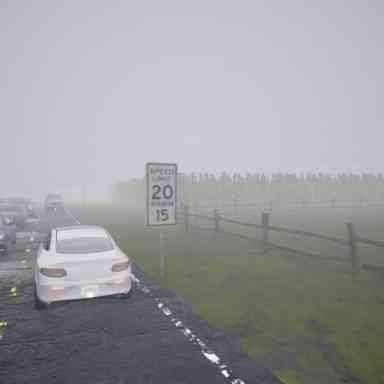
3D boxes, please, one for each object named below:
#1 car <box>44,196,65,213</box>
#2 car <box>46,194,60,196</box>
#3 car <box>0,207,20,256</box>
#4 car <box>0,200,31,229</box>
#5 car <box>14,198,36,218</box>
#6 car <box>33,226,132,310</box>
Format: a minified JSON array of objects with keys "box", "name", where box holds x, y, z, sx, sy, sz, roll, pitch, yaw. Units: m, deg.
[{"box":[-14.990,1.510,36.425,1.837,1.490,4.892,0,0,-23],"name":"car"},{"box":[-19.007,1.227,45.555,2.150,2.045,5.566,0,0,-23],"name":"car"},{"box":[-7.951,1.529,12.886,1.812,1.442,4.674,0,0,-24],"name":"car"},{"box":[-11.534,1.509,21.156,1.837,1.490,4.892,0,0,-23],"name":"car"},{"box":[-15.427,1.357,30.190,2.097,1.767,4.553,0,0,-23],"name":"car"},{"box":[-2.683,1.528,7.890,1.812,1.442,4.674,0,0,-23],"name":"car"}]
